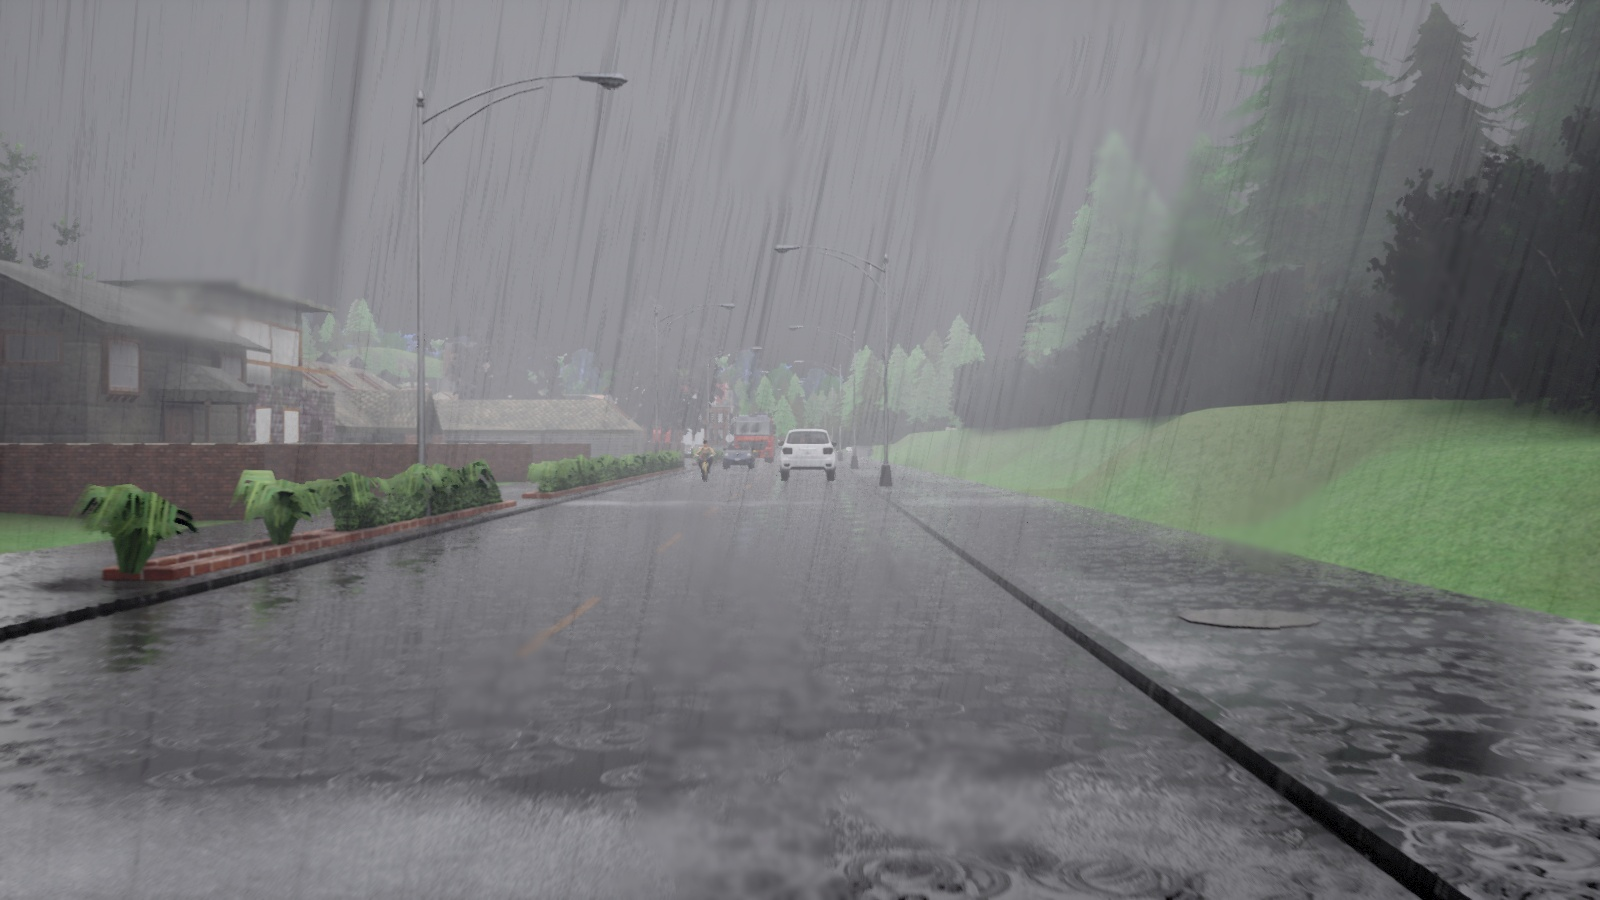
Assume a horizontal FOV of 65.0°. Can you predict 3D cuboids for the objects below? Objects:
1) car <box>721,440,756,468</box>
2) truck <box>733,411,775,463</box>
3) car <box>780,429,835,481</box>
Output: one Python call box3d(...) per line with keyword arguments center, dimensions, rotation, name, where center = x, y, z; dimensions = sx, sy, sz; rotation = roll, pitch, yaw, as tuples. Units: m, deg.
box3d(center=(-3.563, 0.230, 73.330), dimensions=(1.851, 1.617, 3.988), rotation=(0, 0, 0), name="car")
box3d(center=(-3.450, -0.960, 96.070), dimensions=(2.891, 3.827, 8.468), rotation=(0, 0, 0), name="truck")
box3d(center=(0.317, 0.176, 51.659), dimensions=(2.150, 2.045, 5.566), rotation=(0, 0, 0), name="car")
